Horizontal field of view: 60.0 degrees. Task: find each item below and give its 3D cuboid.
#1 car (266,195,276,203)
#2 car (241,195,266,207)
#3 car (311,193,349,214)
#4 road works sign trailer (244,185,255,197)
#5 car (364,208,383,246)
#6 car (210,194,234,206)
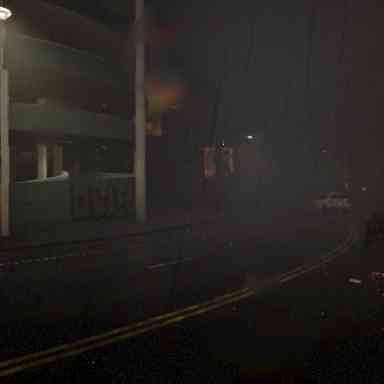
[{"bbox_3d":[15.696,1.386,68.768,2.231,1.521,4.892,0,0,-11],"label":"car"},{"bbox_3d":[8.906,1.418,49.942,1.882,1.535,5.008,0,0,-10],"label":"car"},{"bbox_3d":[14.484,1.144,35.075,2.150,2.045,5.566,0,0,0],"label":"car"},{"bbox_3d":[12.167,0.382,70.803,2.380,3.560,2.880,0,0,-11],"label":"road works sign trailer"},{"bbox_3d":[8.700,1.465,14.530,1.837,1.490,4.892,1,0,31],"label":"car"},{"bbox_3d":[4.724,1.462,53.326,1.837,1.490,4.892,0,-1,-10],"label":"car"}]
